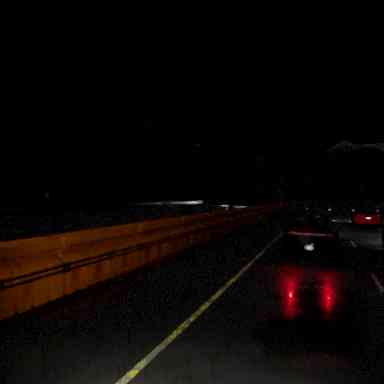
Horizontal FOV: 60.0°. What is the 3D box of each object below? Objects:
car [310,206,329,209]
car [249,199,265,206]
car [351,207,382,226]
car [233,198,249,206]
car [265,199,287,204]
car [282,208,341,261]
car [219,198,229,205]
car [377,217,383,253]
[{"bbox_3d":[10.310,1.821,27.232,1.994,1.385,4.181,1,0,23],"label":"car"},{"bbox_3d":[12.915,1.979,62.316,1.994,1.385,4.181,1,0,34],"label":"car"},{"bbox_3d":[13.526,1.867,25.852,1.994,1.385,4.181,1,0,23],"label":"car"},{"bbox_3d":[9.848,1.851,64.042,1.882,1.535,5.008,1,0,34],"label":"car"},{"bbox_3d":[15.706,2.000,60.211,2.033,1.411,5.357,1,0,34],"label":"car"},{"bbox_3d":[4.694,1.611,13.009,2.128,1.511,4.902,1,0,22],"label":"car"},{"bbox_3d":[7.110,1.863,66.262,1.812,1.442,4.674,1,0,34],"label":"car"},{"bbox_3d":[7.721,1.761,11.166,1.895,1.301,4.718,1,0,22],"label":"car"}]
